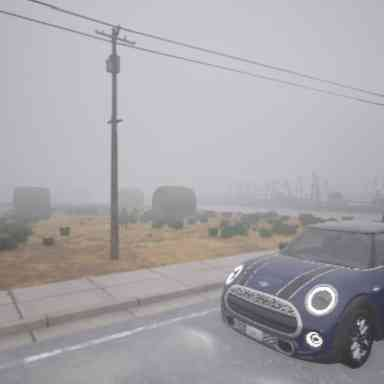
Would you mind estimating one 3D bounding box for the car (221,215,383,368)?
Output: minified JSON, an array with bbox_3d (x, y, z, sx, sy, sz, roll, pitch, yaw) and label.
[{"bbox_3d":[2.691,1.343,5.869,4.553,1.767,2.097,0,0,-35],"label":"car"}]
